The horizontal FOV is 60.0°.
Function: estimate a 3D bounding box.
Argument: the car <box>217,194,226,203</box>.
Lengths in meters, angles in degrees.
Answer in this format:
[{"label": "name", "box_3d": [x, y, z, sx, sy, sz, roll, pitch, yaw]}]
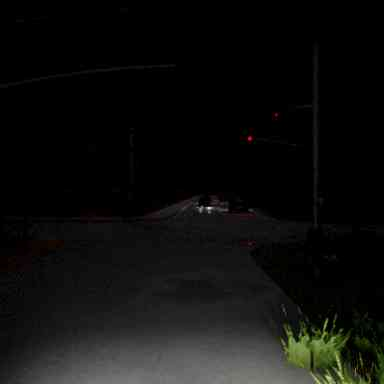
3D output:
[{"label": "car", "box_3d": [6.322, 1.420, 65.955, 1.895, 1.301, 4.718, 0, 0, 3]}]

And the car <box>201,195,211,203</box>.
[{"label": "car", "box_3d": [2.686, 1.349, 63.731, 1.812, 1.442, 4.674, 0, 0, 3]}]

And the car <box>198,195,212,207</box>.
[{"label": "car", "box_3d": [1.863, 1.406, 47.806, 2.033, 1.411, 5.357, 0, 0, 3]}]

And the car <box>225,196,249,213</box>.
[{"label": "car", "box_3d": [4.828, 1.365, 34.931, 1.882, 1.535, 5.008, 0, 0, 3]}]

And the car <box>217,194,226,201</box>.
[{"label": "car", "box_3d": [6.801, 1.129, 75.916, 1.837, 1.490, 4.892, 0, 0, 3]}]
